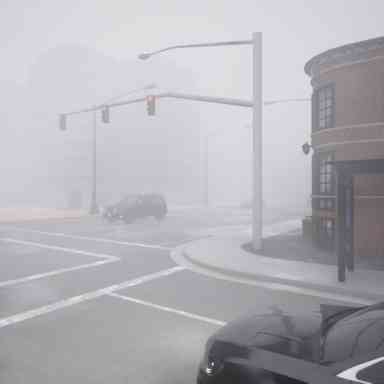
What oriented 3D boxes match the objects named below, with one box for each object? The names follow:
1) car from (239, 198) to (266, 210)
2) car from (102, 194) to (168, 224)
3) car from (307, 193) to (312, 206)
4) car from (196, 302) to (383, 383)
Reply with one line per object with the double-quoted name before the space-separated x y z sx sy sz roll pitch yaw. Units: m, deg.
"car" 7.794 1.503 42.239 1.837 1.490 4.892 0 0 35
"car" -4.164 1.213 25.363 2.150 2.045 5.566 0 1 35
"car" 20.072 1.220 53.201 2.150 2.045 5.566 0 0 35
"car" 2.294 1.505 2.329 4.892 1.490 1.837 0 0 35
